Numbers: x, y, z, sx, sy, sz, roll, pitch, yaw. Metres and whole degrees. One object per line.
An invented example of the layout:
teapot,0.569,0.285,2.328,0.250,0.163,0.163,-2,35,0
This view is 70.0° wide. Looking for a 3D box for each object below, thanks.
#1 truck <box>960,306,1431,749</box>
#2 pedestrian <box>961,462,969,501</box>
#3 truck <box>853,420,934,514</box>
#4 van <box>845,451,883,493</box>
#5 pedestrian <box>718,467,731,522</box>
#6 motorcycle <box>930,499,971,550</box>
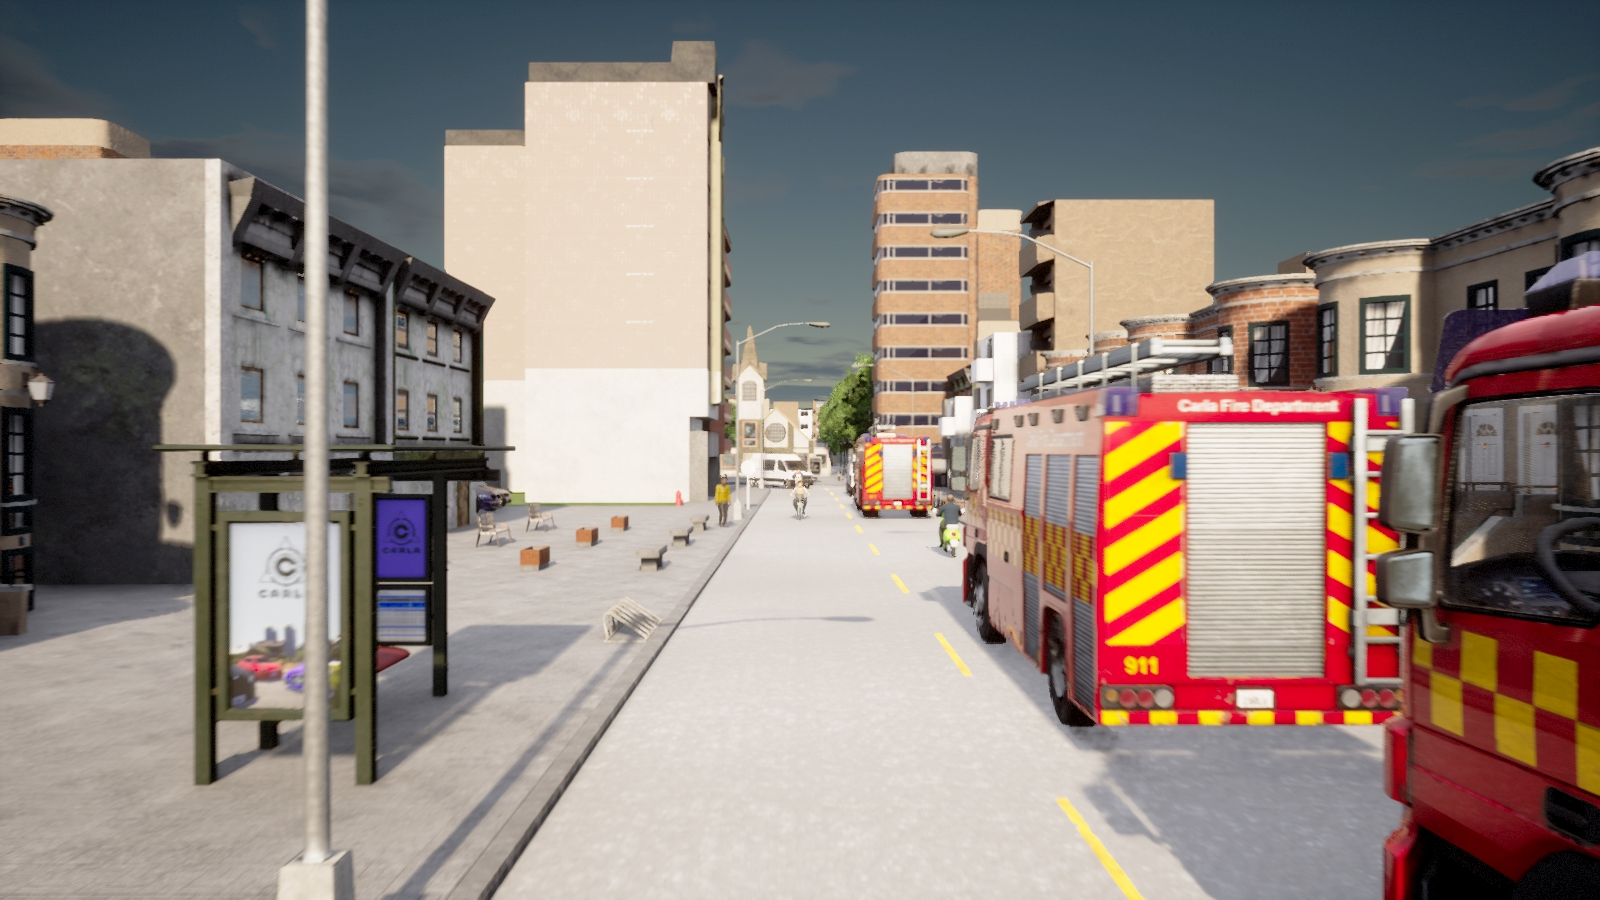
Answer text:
truck,4.007,0.670,14.100,2.891,3.827,8.468,0,0,0
pedestrian,8.007,1.523,55.435,0.375,1.860,0.375,0,0,16
truck,3.985,0.671,50.716,2.891,3.827,8.468,0,0,0
van,3.942,1.314,71.446,1.988,2.561,5.915,0,0,0
pedestrian,-2.605,1.523,39.271,0.375,1.860,0.375,0,0,-16
motorcycle,4.003,1.962,30.493,0.856,1.236,1.805,0,0,0
